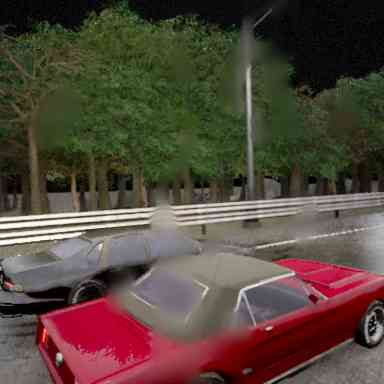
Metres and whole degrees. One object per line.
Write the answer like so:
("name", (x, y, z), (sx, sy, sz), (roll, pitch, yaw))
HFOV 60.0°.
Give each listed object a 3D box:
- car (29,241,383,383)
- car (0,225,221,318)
("car", (0.690, 1.502, 4.316), (4.718, 1.301, 1.895), (-2, 1, -34))
("car", (-1.168, 1.441, 7.134), (5.357, 1.411, 2.033), (-2, 1, -35))
